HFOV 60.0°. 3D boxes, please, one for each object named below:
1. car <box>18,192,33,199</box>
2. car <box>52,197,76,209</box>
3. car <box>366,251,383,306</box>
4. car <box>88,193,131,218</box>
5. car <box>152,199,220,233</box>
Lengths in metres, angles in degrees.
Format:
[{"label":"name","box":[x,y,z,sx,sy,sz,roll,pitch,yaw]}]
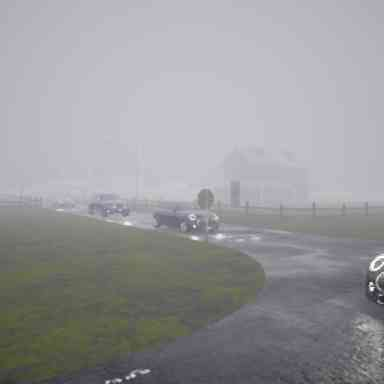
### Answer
[{"label":"car","box":[-38.889,0.995,78.589,2.128,1.511,4.902,1,0,-35]},{"label":"car","box":[-15.908,1.309,41.226,1.812,1.442,4.674,1,0,-35]},{"label":"car","box":[5.633,1.399,6.968,4.553,1.767,2.097,0,0,-36]},{"label":"car","box":[-7.363,1.108,29.112,2.150,2.045,5.566,1,0,-35]},{"label":"car","box":[-0.436,1.316,19.372,2.097,1.767,4.553,1,0,-36]}]
